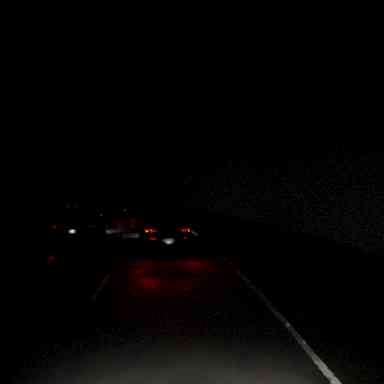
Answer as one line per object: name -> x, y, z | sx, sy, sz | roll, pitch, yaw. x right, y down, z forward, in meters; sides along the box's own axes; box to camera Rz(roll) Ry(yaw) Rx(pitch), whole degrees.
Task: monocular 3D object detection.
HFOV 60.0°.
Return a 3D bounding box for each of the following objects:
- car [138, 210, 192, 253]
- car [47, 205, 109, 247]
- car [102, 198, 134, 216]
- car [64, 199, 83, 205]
car -> -1.138, 1.441, 13.313 | 1.812, 1.442, 4.674 | 0, 0, -9
car -> -4.957, 1.476, 14.741 | 1.994, 1.385, 4.181 | 0, 0, -10
car -> -6.759, 1.309, 29.843 | 2.128, 1.511, 4.902 | 0, 0, -29
car -> -11.917, 1.360, 31.762 | 2.033, 1.411, 5.357 | 0, 0, -35
